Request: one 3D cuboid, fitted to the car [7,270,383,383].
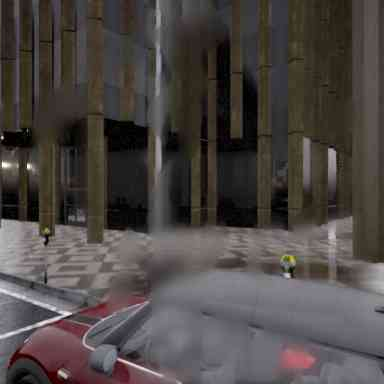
[{"bbox_3d":[0.189,1.440,2.829,4.097,1.590,1.967,0,0,36],"label":"car"}]
